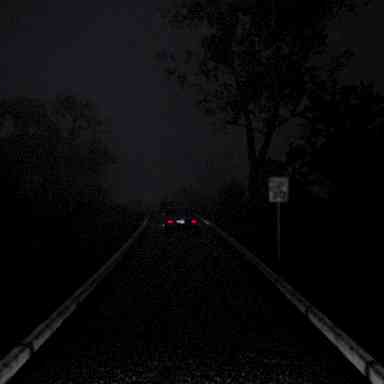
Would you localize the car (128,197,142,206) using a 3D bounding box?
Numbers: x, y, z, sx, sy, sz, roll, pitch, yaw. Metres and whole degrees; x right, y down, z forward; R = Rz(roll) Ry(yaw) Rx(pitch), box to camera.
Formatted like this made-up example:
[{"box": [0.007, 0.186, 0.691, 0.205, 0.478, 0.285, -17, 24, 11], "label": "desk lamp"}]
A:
[{"box": [-9.503, 1.568, 56.390, 1.812, 1.442, 4.674, 0, 0, -13], "label": "car"}]

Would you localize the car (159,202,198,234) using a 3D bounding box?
[{"box": [-0.689, 1.564, 19.349, 2.033, 1.411, 5.357, 0, 0, -4], "label": "car"}]

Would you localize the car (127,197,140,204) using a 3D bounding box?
[{"box": [-11.292, 1.612, 64.138, 1.994, 1.385, 4.181, 0, 0, -15], "label": "car"}]

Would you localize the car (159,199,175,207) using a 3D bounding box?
[{"box": [-2.932, 1.525, 39.415, 2.128, 1.511, 4.902, 0, 0, -8], "label": "car"}]
